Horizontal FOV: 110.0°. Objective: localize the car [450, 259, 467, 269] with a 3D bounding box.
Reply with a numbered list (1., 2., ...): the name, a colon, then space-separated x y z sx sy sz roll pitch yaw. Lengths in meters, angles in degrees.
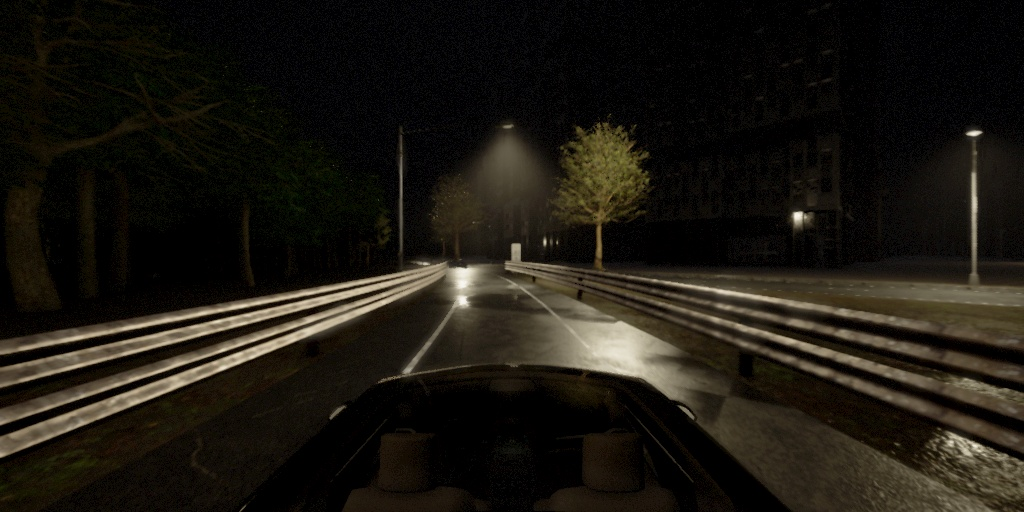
1. car: -7.688 1.104 51.372 1.994 1.385 4.181 0 0 -18
